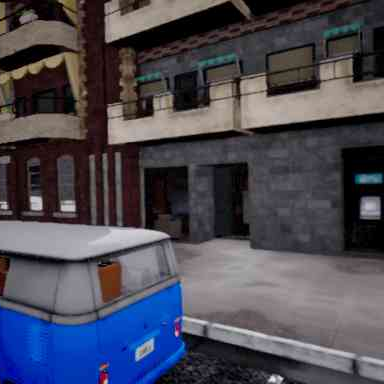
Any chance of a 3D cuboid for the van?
[{"bbox_3d":[-2.034,1.302,4.179,3.998,1.788,1.690,-1,1,32],"label":"van"}]
